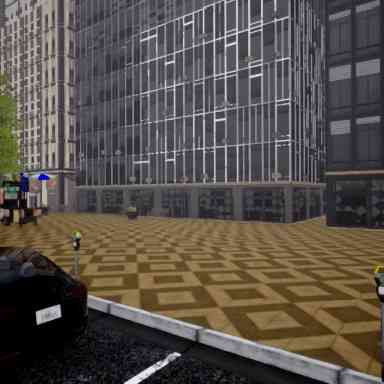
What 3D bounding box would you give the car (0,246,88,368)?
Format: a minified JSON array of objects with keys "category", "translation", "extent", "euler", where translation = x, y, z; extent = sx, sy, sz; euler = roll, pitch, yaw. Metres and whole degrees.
[{"category":"car","translation":[-3.482,1.566,5.371],"extent":[4.313,1.339,1.947],"euler":[0,0,36]}]
